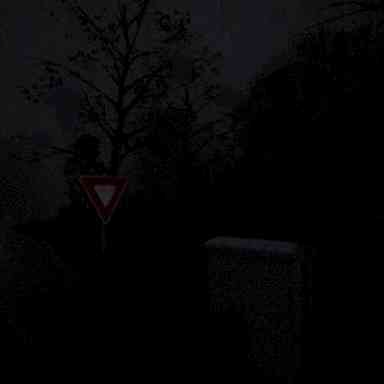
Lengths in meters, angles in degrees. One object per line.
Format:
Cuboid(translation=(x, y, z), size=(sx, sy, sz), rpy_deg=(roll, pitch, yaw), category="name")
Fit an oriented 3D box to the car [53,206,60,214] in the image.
Cuboid(translation=(-21.473, 2.880, 56.335), size=(1.882, 1.535, 5.008), rpy_deg=(-1, -3, 10), category="car")
